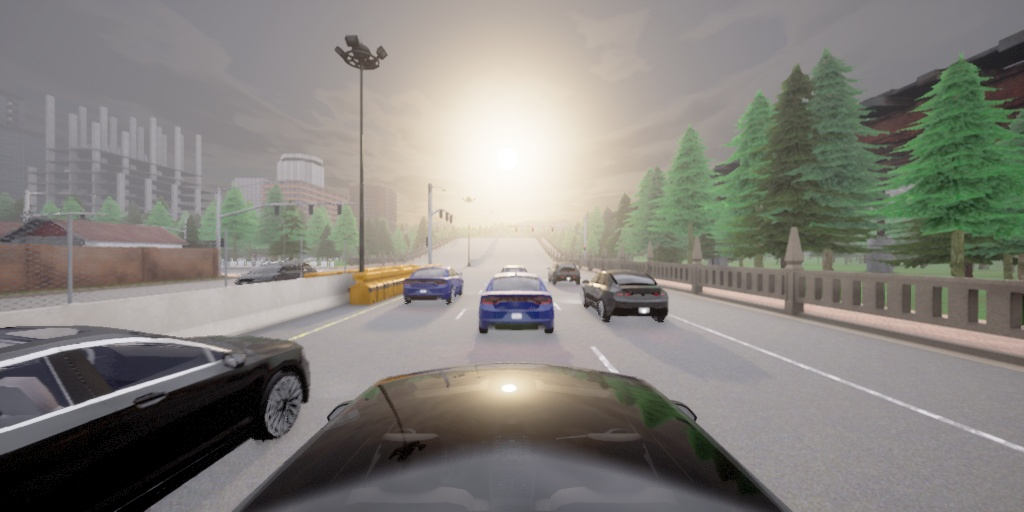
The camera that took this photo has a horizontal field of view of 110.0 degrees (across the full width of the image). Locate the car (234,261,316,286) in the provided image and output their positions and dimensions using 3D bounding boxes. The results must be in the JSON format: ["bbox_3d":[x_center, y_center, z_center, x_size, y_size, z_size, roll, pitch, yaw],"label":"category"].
[{"bbox_3d":[-14.046,1.210,21.298,1.837,1.490,4.892,0,0,0],"label":"car"}]

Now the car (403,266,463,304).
[{"bbox_3d":[-3.382,1.193,16.163,1.882,1.535,5.008,0,0,0],"label":"car"}]

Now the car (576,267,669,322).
[{"bbox_3d":[3.615,1.230,12.213,1.837,1.490,4.892,0,0,0],"label":"car"}]

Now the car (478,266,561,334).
[{"bbox_3d":[0.110,1.206,10.615,1.882,1.535,5.008,0,0,0],"label":"car"}]

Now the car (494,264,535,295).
[{"bbox_3d":[0.126,1.252,20.686,2.033,1.411,5.357,0,0,0],"label":"car"}]

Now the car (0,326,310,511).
[{"bbox_3d":[-3.401,1.241,2.460,2.128,1.511,4.902,0,0,0],"label":"car"}]

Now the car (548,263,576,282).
[{"bbox_3d":[3.634,1.198,25.428,1.837,1.490,4.892,0,0,0],"label":"car"}]
